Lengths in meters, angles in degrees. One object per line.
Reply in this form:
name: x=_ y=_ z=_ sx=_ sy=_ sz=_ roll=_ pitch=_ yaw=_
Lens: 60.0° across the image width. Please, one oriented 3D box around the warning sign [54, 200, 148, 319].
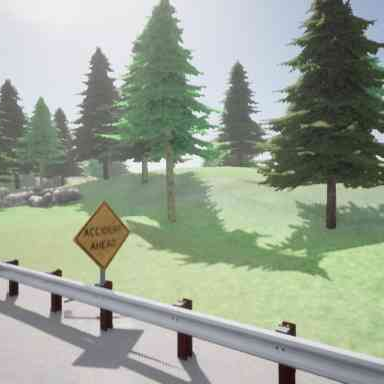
warning sign: x=-1.645 y=1.088 z=6.131 sx=1.060 sy=1.860 sz=1.300 roll=0 pitch=0 yaw=36
